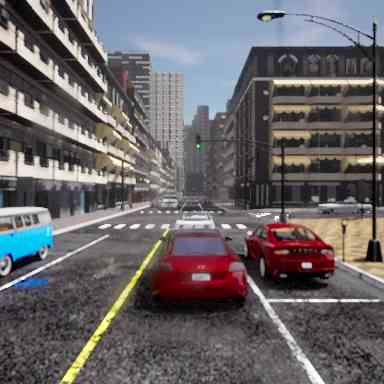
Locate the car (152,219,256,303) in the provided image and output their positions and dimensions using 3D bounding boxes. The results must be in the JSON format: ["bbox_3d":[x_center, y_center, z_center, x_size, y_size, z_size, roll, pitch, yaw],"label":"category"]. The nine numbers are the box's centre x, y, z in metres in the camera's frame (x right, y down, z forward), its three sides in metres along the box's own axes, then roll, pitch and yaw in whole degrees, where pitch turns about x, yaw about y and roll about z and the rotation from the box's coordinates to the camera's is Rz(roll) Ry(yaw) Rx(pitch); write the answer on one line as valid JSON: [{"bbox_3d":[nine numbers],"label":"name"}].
[{"bbox_3d":[0.116,1.603,8.363,1.994,1.385,4.181,0,0,-2],"label":"car"}]

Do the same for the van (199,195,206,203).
[{"bbox_3d":[2.686,1.787,86.638,1.690,1.788,3.998,-1,0,0],"label":"van"}]

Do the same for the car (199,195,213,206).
[{"bbox_3d":[2.685,1.732,58.999,1.967,1.590,4.097,-1,0,0],"label":"car"}]

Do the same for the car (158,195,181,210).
[{"bbox_3d":[-3.077,1.449,47.067,2.150,2.045,5.566,0,0,0],"label":"car"}]

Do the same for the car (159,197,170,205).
[{"bbox_3d":[-5.695,1.792,70.060,1.967,1.590,4.097,-1,0,0],"label":"car"}]

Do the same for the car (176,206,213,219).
[{"bbox_3d":[0.230,1.685,18.068,1.895,1.301,4.718,0,0,3],"label":"car"}]

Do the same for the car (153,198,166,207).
[{"bbox_3d":[-5.694,1.857,59.003,1.947,1.339,4.313,0,0,0],"label":"car"}]

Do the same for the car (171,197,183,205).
[{"bbox_3d":[-3.014,1.829,67.319,2.128,1.511,4.902,0,0,1],"label":"car"}]

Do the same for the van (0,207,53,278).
[{"bbox_3d":[-5.698,1.387,10.002,1.690,1.788,3.998,0,0,0],"label":"van"}]

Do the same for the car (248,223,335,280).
[{"bbox_3d":[2.684,1.591,10.000,1.887,1.381,4.507,0,0,0],"label":"car"}]

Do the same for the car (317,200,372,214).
[{"bbox_3d":[15.001,1.482,32.989,4.718,1.301,1.895,-1,0,-1],"label":"car"}]

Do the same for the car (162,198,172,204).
[{"bbox_3d":[-5.693,1.965,75.587,1.802,1.307,4.206,-1,0,0],"label":"car"}]

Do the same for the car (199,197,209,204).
[{"bbox_3d":[2.688,1.934,75.581,2.008,1.369,4.403,-1,0,0],"label":"car"}]

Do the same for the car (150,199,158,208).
[{"bbox_3d":[-5.694,1.812,53.476,2.008,1.369,4.403,0,0,0],"label":"car"}]

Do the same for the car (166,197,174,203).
[{"bbox_3d":[-5.693,1.970,86.473,1.752,1.417,4.829,-1,0,0],"label":"car"}]
